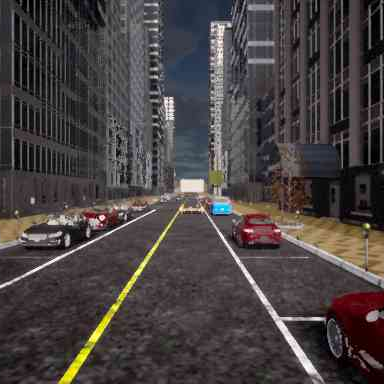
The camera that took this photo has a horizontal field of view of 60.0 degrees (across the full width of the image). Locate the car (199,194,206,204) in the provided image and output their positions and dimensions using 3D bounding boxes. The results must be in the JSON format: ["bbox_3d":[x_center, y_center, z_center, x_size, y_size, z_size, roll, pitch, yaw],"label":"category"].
[{"bbox_3d":[2.691,1.503,59.929,1.802,1.307,4.206,0,0,0],"label":"car"}]

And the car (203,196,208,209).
[{"bbox_3d":[2.690,1.530,42.852,1.802,1.307,4.206,0,0,0],"label":"car"}]

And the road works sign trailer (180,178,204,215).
[{"bbox_3d":[0.000,0.427,33.485,2.380,3.560,2.880,0,0,0],"label":"road works sign trailer"}]

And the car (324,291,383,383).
[{"bbox_3d":[2.689,1.581,3.003,1.802,1.307,4.206,0,0,0],"label":"car"}]

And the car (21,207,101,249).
[{"bbox_3d":[-5.691,1.542,14.393,2.008,1.369,4.403,0,0,0],"label":"car"}]

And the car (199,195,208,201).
[{"bbox_3d":[2.691,1.434,77.007,2.008,1.369,4.403,0,0,0],"label":"car"}]

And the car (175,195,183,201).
[{"bbox_3d":[-3.000,1.374,76.635,2.128,1.511,4.902,0,0,0],"label":"car"}]

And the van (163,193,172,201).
[{"bbox_3d":[-5.689,1.224,77.010,1.690,1.788,3.998,0,0,0],"label":"van"}]

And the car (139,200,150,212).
[{"bbox_3d":[-5.691,1.539,37.162,1.802,1.307,4.206,0,0,0],"label":"car"}]

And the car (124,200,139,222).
[{"bbox_3d":[-5.691,1.525,25.778,2.008,1.369,4.403,0,0,0],"label":"car"}]

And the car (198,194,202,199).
[{"bbox_3d":[2.691,1.449,71.314,2.008,1.369,4.403,0,0,0],"label":"car"}]

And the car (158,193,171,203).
[{"bbox_3d":[-5.690,1.461,65.625,2.008,1.369,4.403,0,0,0],"label":"car"}]

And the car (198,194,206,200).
[{"bbox_3d":[2.692,1.289,88.391,1.967,1.590,4.097,0,0,0],"label":"car"}]

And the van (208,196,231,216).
[{"bbox_3d":[2.690,1.307,31.467,1.690,1.788,3.998,0,0,0],"label":"van"}]

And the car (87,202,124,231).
[{"bbox_3d":[-5.691,1.424,20.086,1.967,1.590,4.097,0,0,0],"label":"car"}]

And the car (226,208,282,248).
[{"bbox_3d":[2.690,1.573,14.391,1.802,1.307,4.206,0,0,0],"label":"car"}]

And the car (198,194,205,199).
[{"bbox_3d":[2.691,1.271,94.083,1.967,1.590,4.097,0,0,0],"label":"car"}]
